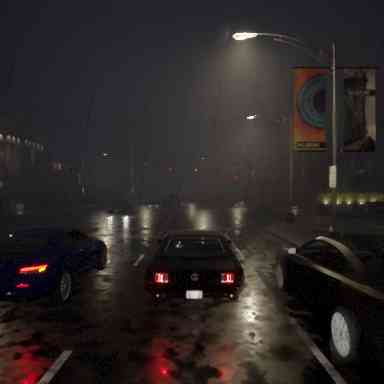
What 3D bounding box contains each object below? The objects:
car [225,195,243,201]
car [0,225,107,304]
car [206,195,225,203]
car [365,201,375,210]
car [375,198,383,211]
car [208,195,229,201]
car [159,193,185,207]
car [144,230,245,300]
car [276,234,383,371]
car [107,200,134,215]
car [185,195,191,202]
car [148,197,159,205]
[{"bbox_3d":[10.269,1.508,80.642,4.674,1.442,1.812,0,0,-40],"label":"car"},{"bbox_3d":[-3.434,1.524,8.012,1.812,1.442,4.674,0,0,0],"label":"car"},{"bbox_3d":[4.516,1.512,67.417,1.812,1.442,4.674,0,0,27],"label":"car"},{"bbox_3d":[23.494,1.483,40.096,4.902,1.511,2.128,0,0,0],"label":"car"},{"bbox_3d":[23.385,1.497,36.595,4.892,1.490,1.837,0,0,0],"label":"car"},{"bbox_3d":[6.496,1.523,81.949,5.357,1.411,2.033,0,0,-43],"label":"car"},{"bbox_3d":[-3.075,1.211,49.779,2.150,2.045,5.566,-1,0,-13],"label":"car"},{"bbox_3d":[0.069,1.599,8.335,1.895,1.301,4.718,0,0,1],"label":"car"},{"bbox_3d":[2.904,1.479,5.870,2.097,1.535,5.008,0,0,0],"label":"car"},{"bbox_3d":[-7.070,1.519,33.503,1.812,1.442,4.674,0,0,0],"label":"car"},{"bbox_3d":[-1.926,1.464,70.725,1.882,1.535,5.008,0,0,26],"label":"car"},{"bbox_3d":[-6.090,1.535,58.762,2.033,1.411,5.357,0,0,13],"label":"car"}]
